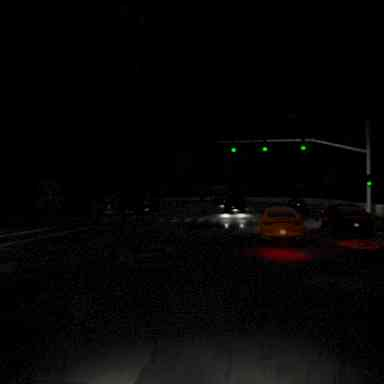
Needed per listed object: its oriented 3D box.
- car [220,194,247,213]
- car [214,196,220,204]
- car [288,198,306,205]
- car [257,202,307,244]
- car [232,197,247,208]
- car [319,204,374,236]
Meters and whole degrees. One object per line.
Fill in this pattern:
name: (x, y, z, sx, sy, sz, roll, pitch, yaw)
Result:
car: (4.856, 1.201, 37.300, 2.150, 2.045, 5.566, -1, 0, 12)
car: (5.502, 1.479, 59.448, 1.882, 1.535, 5.008, -1, 0, -16)
car: (12.946, 1.438, 41.279, 1.994, 1.385, 4.181, -1, 0, 11)
car: (4.160, 1.451, 15.842, 1.882, 1.535, 5.008, -1, 0, 12)
car: (6.819, 1.515, 47.780, 2.033, 1.411, 5.357, -1, 0, 8)
car: (8.174, 1.386, 17.957, 1.882, 1.535, 5.008, -1, 0, 12)
